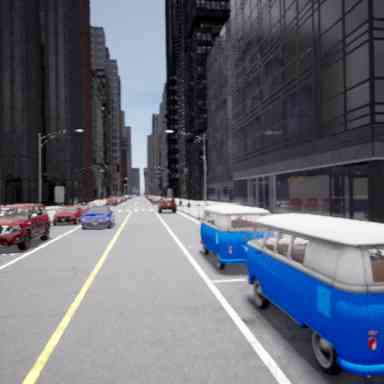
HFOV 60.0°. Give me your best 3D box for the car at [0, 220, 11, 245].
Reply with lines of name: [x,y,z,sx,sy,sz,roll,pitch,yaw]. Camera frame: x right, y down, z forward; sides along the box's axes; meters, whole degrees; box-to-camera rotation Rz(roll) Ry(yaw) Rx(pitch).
car: [-7.133,1.735,9.644,1.802,1.307,4.206,-1,0,-9]

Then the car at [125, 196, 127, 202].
car: [-18.692,2.146,86.268,1.947,1.339,4.313,-1,0,-9]

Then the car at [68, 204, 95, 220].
car: [-10.485,1.852,31.866,1.802,1.307,4.206,-1,0,-9]

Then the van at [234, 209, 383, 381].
van: [2.126,1.315,5.379,1.690,1.788,3.998,-1,0,-9]

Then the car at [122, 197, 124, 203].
car: [-16.986,2.038,74.953,1.752,1.417,4.829,-1,0,-9]

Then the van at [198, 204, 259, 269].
van: [1.288,1.343,10.935,1.690,1.788,3.998,-1,0,-9]

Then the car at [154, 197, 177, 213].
car: [-2.903,1.464,38.714,2.192,1.841,5.009,-1,0,-9]

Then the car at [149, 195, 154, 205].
car: [-6.904,1.848,65.266,2.008,1.369,4.403,-1,0,-9]

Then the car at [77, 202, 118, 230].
car: [-6.329,1.697,22.829,1.812,1.442,4.674,-1,0,-9]

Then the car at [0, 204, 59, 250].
car: [-7.976,1.497,15.200,2.192,1.841,5.009,-1,0,-9]

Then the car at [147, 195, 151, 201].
car: [-9.426,1.940,81.985,1.887,1.381,4.507,-1,0,-9]

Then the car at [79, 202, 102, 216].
car: [-11.323,1.882,37.422,1.802,1.307,4.206,-1,0,-9]

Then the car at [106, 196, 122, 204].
car: [-15.334,1.763,63.975,2.192,1.841,5.009,-1,0,-9]

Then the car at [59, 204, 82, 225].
car: [-9.648,1.785,26.311,1.887,1.381,4.507,-1,0,-9]
